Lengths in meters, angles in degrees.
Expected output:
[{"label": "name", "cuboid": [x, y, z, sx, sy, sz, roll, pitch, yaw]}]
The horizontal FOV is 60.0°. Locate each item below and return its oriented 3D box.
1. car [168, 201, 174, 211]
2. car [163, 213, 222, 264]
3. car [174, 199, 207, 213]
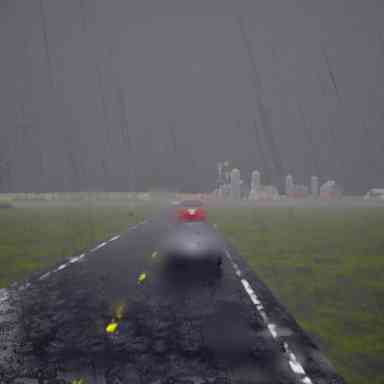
[{"label": "car", "cuboid": [-2.824, 2.146, 53.296, 1.882, 1.535, 5.008, 0, -1, 0]}, {"label": "car", "cuboid": [0.045, 1.721, 12.445, 1.994, 1.385, 4.181, 0, -1, 1]}, {"label": "car", "cuboid": [0.028, 1.550, 26.129, 2.150, 2.045, 5.566, 0, 0, 1]}]
